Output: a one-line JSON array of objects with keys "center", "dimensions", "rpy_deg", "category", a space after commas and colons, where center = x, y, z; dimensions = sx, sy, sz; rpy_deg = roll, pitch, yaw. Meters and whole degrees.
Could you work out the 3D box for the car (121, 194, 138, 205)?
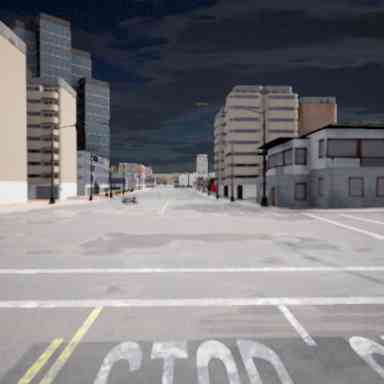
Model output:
[{"center": [-8.994, 1.061, 48.211], "dimensions": [1.812, 1.442, 4.674], "rpy_deg": [0, 0, -3], "category": "car"}]
